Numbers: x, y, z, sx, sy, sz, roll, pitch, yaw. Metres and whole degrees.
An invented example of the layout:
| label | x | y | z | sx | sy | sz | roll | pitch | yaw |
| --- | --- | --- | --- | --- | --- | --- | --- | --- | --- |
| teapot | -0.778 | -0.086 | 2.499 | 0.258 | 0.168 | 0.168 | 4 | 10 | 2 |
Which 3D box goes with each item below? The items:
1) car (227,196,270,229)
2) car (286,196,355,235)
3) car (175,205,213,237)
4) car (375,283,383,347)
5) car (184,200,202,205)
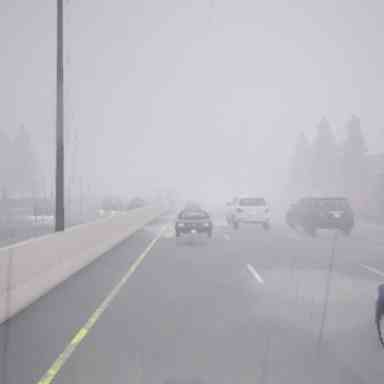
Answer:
| label | x | y | z | sx | sy | sz | roll | pitch | yaw |
| --- | --- | --- | --- | --- | --- | --- | --- | --- | --- |
| car | 3.606 | 1.256 | 22.088 | 2.150 | 2.045 | 5.566 | 0 | 0 | 0 |
| car | 7.104 | 1.252 | 18.982 | 2.150 | 2.045 | 5.566 | 0 | 0 | 0 |
| car | 0.089 | 1.629 | 18.370 | 1.895 | 1.301 | 4.718 | 0 | 0 | 0 |
| car | 3.599 | 1.483 | 2.861 | 1.882 | 1.535 | 5.008 | 0 | 0 | 0 |
| car | 0.110 | 1.580 | 35.987 | 1.812 | 1.442 | 4.674 | 0 | 0 | 0 |
